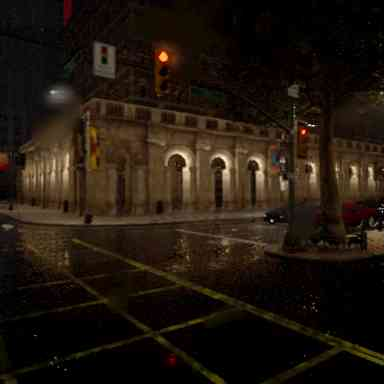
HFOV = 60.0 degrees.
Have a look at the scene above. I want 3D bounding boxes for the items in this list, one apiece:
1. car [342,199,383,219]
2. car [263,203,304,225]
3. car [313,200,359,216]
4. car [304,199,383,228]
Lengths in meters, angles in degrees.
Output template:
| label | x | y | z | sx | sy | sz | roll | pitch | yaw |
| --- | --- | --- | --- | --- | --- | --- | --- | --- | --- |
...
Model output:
| label | x | y | z | sx | sy | sz | roll | pitch | yaw |
| --- | --- | --- | --- | --- | --- | --- | --- | --- | --- |
| car | 15.217 | 1.432 | 28.840 | 4.892 | 1.490 | 1.837 | 0 | 0 | -35 |
| car | 7.407 | 1.499 | 23.362 | 5.357 | 1.411 | 2.033 | 0 | 0 | -35 |
| car | 13.773 | 1.520 | 31.782 | 4.718 | 1.301 | 1.895 | 0 | 0 | -36 |
| car | 9.398 | 1.429 | 20.483 | 5.008 | 1.535 | 1.882 | 0 | 0 | -35 |
